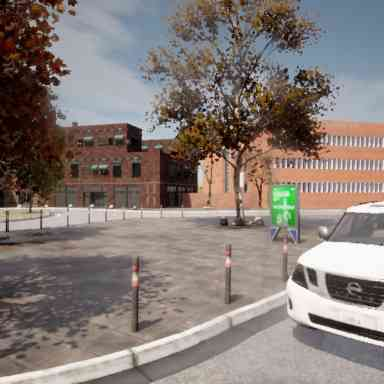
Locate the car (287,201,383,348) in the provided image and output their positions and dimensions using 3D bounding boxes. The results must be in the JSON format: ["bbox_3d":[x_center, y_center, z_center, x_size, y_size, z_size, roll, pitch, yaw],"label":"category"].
[{"bbox_3d":[3.882,1.227,6.245,2.150,2.045,5.566,0,0,42],"label":"car"}]
